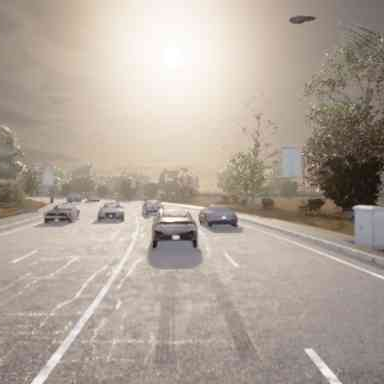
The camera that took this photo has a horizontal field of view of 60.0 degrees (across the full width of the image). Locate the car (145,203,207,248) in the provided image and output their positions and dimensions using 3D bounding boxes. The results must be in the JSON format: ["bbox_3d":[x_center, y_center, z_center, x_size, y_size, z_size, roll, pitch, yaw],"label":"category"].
[{"bbox_3d":[-0.856,1.474,14.833,2.128,1.511,4.902,0,0,-6],"label":"car"}]

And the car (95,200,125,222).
[{"bbox_3d":[-6.232,1.539,25.938,1.994,1.385,4.181,0,0,-11],"label":"car"}]

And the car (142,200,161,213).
[{"bbox_3d":[-3.903,1.512,33.016,2.033,1.411,5.357,0,0,-13],"label":"car"}]

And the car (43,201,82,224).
[{"bbox_3d":[-9.497,1.582,24.571,1.895,1.301,4.718,0,0,-11],"label":"car"}]

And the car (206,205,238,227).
[{"bbox_3d":[1.660,1.534,22.419,1.994,1.385,4.181,0,0,-9],"label":"car"}]

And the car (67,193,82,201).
[{"bbox_3d":[-22.466,1.147,63.443,2.150,2.045,5.566,0,0,-26],"label":"car"}]

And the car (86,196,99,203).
[{"bbox_3d":[-19.456,1.475,65.274,2.033,1.411,5.357,0,0,-27],"label":"car"}]
